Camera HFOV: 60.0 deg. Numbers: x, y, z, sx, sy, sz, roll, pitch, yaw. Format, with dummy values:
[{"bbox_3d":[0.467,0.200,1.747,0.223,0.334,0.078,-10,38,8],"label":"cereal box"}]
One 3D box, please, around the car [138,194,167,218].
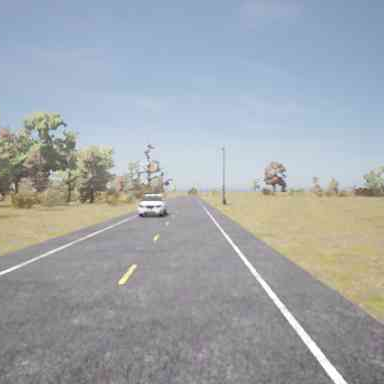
[{"bbox_3d":[-3.591,1.220,31.058,2.150,2.045,5.566,0,0,0],"label":"car"}]
